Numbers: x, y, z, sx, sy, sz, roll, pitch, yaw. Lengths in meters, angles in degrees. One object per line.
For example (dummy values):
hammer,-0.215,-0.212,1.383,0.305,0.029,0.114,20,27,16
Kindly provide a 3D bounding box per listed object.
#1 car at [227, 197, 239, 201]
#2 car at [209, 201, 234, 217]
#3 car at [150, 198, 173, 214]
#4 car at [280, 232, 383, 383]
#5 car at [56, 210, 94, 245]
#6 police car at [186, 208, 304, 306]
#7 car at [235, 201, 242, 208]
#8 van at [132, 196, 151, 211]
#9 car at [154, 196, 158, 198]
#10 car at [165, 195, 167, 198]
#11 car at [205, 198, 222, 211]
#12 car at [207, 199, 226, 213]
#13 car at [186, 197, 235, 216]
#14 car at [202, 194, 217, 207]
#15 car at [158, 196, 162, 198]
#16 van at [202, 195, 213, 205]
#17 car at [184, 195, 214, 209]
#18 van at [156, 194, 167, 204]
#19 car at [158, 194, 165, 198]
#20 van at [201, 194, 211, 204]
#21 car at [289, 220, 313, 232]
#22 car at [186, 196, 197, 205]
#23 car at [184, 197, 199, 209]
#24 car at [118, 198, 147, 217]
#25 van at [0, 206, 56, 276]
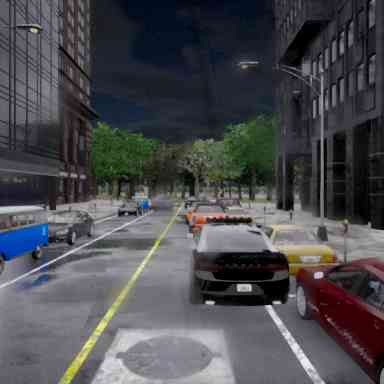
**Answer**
car,2.731,1.318,26.182,2.192,1.841,5.009,0,0,0
car,2.726,1.555,31.619,2.008,1.369,4.403,0,0,0
car,-3.041,1.606,35.840,1.895,1.301,4.718,0,0,0
car,2.756,1.545,4.432,1.887,1.381,4.507,0,0,0
car,-5.781,1.552,15.297,2.008,1.369,4.403,0,0,0
police car,0.890,1.426,8.244,1.930,1.638,5.238,0,0,0
car,2.738,1.527,20.914,1.752,1.417,4.829,0,0,0
van,-5.806,1.347,37.048,1.690,1.788,3.998,0,0,0
car,-5.812,1.534,42.315,1.752,1.417,4.829,0,0,0
car,-5.830,1.458,58.798,1.967,1.590,4.097,0,0,0
car,2.713,1.553,42.495,1.887,1.381,4.507,0,0,0
car,2.719,1.532,37.227,1.752,1.417,4.829,0,0,0
car,0.879,1.353,18.105,2.097,1.767,4.553,0,0,0
car,2.701,1.329,53.370,2.192,1.841,5.009,0,0,0
car,-5.818,1.577,47.923,1.947,1.339,4.313,0,0,0
van,2.695,1.359,58.807,1.690,1.788,3.998,0,0,0
car,0.688,1.354,24.132,2.097,1.767,4.553,0,0,2
van,-5.836,1.362,64.236,1.690,1.788,3.998,0,0,0
car,-5.824,1.539,53.191,1.752,1.417,4.829,0,0,0
van,2.689,1.362,64.245,1.690,1.788,3.998,0,0,0
car,2.750,1.526,10.039,1.752,1.417,4.829,0,0,0
car,-0.067,1.523,59.356,1.837,1.490,4.892,0,0,0
car,-0.040,1.515,45.791,1.837,1.490,4.892,0,0,1
car,-5.799,1.570,31.610,1.947,1.339,4.313,0,0,0
van,-5.775,1.341,9.860,1.690,1.788,3.998,0,0,0
